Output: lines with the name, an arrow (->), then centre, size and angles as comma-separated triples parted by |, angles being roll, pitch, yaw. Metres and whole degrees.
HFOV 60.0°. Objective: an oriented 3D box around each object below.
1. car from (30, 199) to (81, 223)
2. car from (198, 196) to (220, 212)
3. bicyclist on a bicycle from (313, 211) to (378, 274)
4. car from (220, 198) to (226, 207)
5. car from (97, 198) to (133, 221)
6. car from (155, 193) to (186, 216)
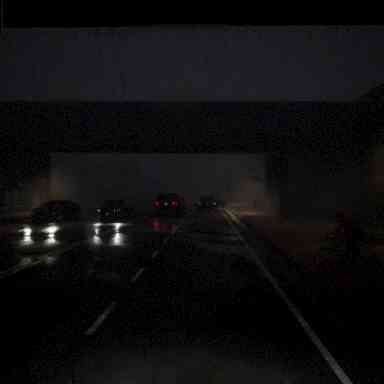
car -> -9.605, 1.293, 23.812 | 1.882, 1.535, 5.008 | 1, 0, 3
car -> 1.718, 1.261, 37.486 | 2.097, 1.767, 4.553 | 1, 0, 3
bicyclist on a bicycle -> 3.968, 1.323, 8.584 | 1.656, 1.620, 0.582 | 1, 0, 3
car -> 3.375, 1.498, 47.287 | 1.895, 1.301, 4.718 | 1, 0, 22
car -> -5.909, 1.270, 26.050 | 1.837, 1.490, 4.892 | 1, 0, 3
car -> -2.083, 1.104, 30.922 | 2.150, 2.045, 5.566 | 1, 0, 3
